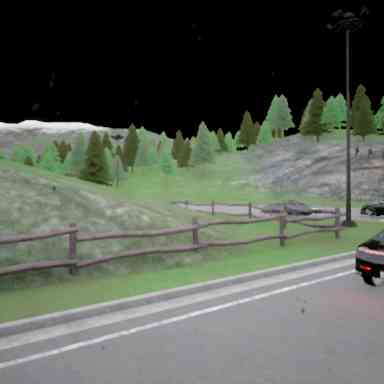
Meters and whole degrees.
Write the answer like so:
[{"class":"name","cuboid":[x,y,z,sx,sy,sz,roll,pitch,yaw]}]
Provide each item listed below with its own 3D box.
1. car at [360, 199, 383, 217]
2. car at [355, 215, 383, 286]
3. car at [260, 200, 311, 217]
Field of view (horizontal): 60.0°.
[{"class":"car","cuboid":[15.797,1.136,26.187,2.097,1.767,4.553,-1,1,-40]},{"class":"car","cuboid":[5.828,1.420,7.908,4.902,1.511,2.128,-1,0,-35]},{"class":"car","cuboid":[7.974,1.385,28.559,4.181,1.385,1.994,0,0,39]}]
